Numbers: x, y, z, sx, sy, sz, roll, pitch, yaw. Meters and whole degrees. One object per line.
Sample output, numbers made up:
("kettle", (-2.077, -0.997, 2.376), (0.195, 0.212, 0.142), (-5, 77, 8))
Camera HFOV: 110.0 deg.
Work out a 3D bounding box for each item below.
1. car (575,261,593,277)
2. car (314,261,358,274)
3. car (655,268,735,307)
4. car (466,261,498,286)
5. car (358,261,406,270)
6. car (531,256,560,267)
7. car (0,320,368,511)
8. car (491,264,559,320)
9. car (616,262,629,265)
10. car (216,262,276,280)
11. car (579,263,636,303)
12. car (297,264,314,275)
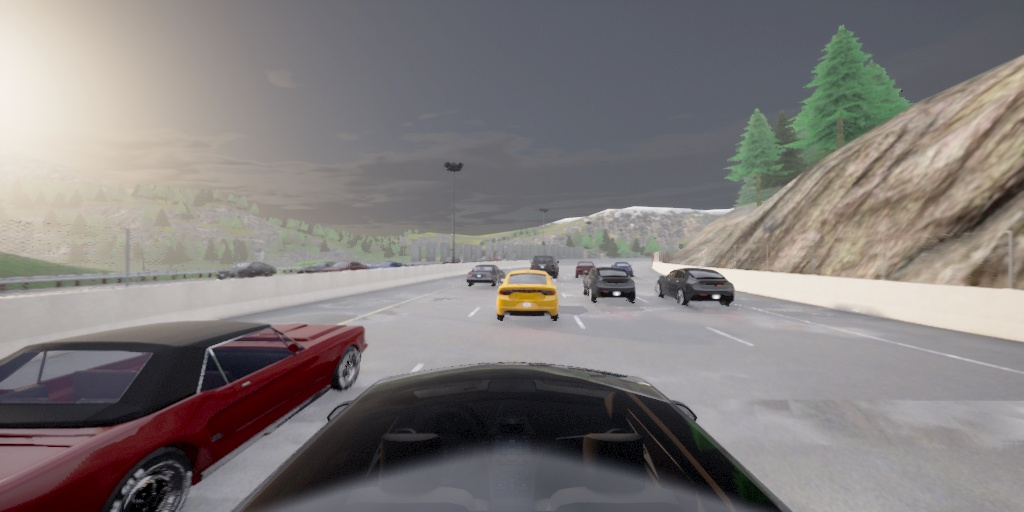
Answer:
("car", (7.164, 1.245, 34.781), (1.882, 1.535, 5.008), (0, 0, 11))
("car", (-14.900, 1.190, 32.040), (1.882, 1.535, 5.008), (0, 0, 10))
("car", (7.859, 1.274, 15.834), (1.837, 1.490, 4.892), (0, 0, 5))
("car", (-1.701, 1.293, 24.773), (2.033, 1.411, 5.357), (0, 0, 8))
("car", (-11.318, 1.199, 32.268), (1.882, 1.535, 5.008), (0, 0, 10))
("car", (2.896, 0.978, 31.283), (2.150, 2.045, 5.566), (0, 0, 10))
("car", (-3.322, 1.343, 3.806), (1.895, 1.301, 4.718), (0, 0, 1))
("car", (0.579, 1.229, 12.667), (1.882, 1.535, 5.008), (0, 0, 4))
("car", (10.948, 1.302, 35.778), (1.812, 1.442, 4.674), (0, 0, 12))
("car", (-22.264, 1.220, 30.298), (1.812, 1.442, 4.674), (0, 0, 9))
("car", (4.440, 1.265, 16.868), (1.837, 1.490, 4.892), (0, 0, 5))
("car", (-18.039, 1.252, 34.615), (2.033, 1.411, 5.357), (0, 0, 10))
